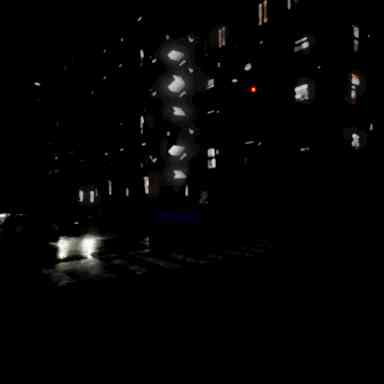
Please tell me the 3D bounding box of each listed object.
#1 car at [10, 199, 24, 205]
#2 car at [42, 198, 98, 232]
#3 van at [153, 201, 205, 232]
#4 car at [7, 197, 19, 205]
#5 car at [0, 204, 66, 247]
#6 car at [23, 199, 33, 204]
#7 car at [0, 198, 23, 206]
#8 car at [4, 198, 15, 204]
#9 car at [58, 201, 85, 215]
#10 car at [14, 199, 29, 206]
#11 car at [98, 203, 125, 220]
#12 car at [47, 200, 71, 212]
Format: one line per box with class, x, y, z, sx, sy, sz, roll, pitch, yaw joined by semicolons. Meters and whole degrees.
car;-37.496;2.114;71.160;1.887;1.381;4.507;0;0;-36
car;-8.138;1.405;21.026;2.150;2.045;5.566;0;0;-36
van;-0.910;1.453;20.759;1.690;1.788;3.998;0;0;-36
car;-40.821;2.055;75.741;1.967;1.590;4.097;0;0;-36
car;-7.703;1.578;15.851;1.967;1.590;4.097;0;0;-36
car;-30.843;2.033;61.995;2.008;1.369;4.403;0;0;-36
car;-22.443;1.855;40.738;1.812;1.442;4.674;0;0;-36
car;-44.148;2.244;80.323;1.802;1.307;4.206;0;0;-36
car;-14.213;1.809;39.084;1.887;1.381;4.507;0;0;-36
car;-34.169;2.076;66.578;2.008;1.369;4.403;0;0;-36
car;-7.662;1.710;30.059;1.752;1.417;4.829;0;0;-36
car;-17.538;1.852;43.666;1.887;1.381;4.507;0;0;-36
